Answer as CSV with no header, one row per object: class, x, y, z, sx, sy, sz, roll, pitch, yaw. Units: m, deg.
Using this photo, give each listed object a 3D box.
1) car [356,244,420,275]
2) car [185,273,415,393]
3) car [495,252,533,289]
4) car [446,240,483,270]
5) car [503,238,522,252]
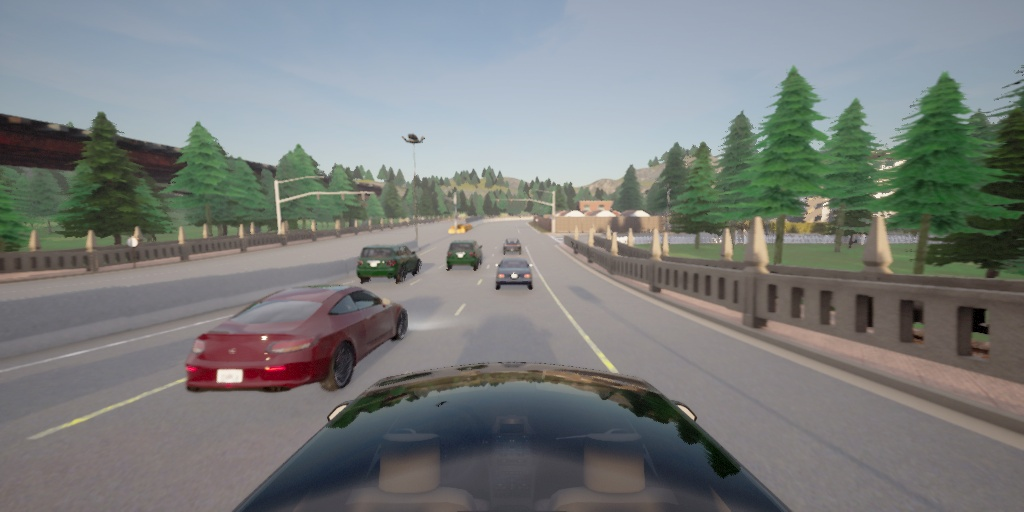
car,-6.906,0.312,20.548,2.150,2.045,5.566,0,5,0
car,-3.400,1.245,6.623,1.812,1.442,4.674,0,1,0
car,0.099,0.777,18.565,2.033,1.411,5.357,0,4,0
car,-3.427,-0.193,26.366,2.150,2.045,5.566,0,6,0
car,0.025,-1.062,36.094,2.128,1.511,4.902,0,7,0
